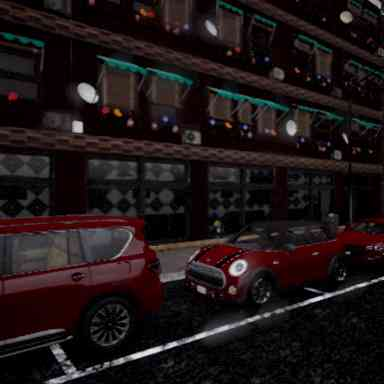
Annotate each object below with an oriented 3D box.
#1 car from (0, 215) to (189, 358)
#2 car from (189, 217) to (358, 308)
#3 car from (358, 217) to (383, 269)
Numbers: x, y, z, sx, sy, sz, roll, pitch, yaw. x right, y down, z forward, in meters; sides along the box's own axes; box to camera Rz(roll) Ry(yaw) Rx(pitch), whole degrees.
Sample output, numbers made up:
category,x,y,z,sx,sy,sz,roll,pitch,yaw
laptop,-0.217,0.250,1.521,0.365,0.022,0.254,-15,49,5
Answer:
category,x,y,z,sx,sy,sz,roll,pitch,yaw
car,-2.768,1.316,4.583,5.009,1.841,2.192,0,0,-35
car,1.820,1.438,7.855,4.097,1.590,1.967,0,0,-35
car,6.410,1.540,11.127,4.507,1.381,1.887,0,0,-35
